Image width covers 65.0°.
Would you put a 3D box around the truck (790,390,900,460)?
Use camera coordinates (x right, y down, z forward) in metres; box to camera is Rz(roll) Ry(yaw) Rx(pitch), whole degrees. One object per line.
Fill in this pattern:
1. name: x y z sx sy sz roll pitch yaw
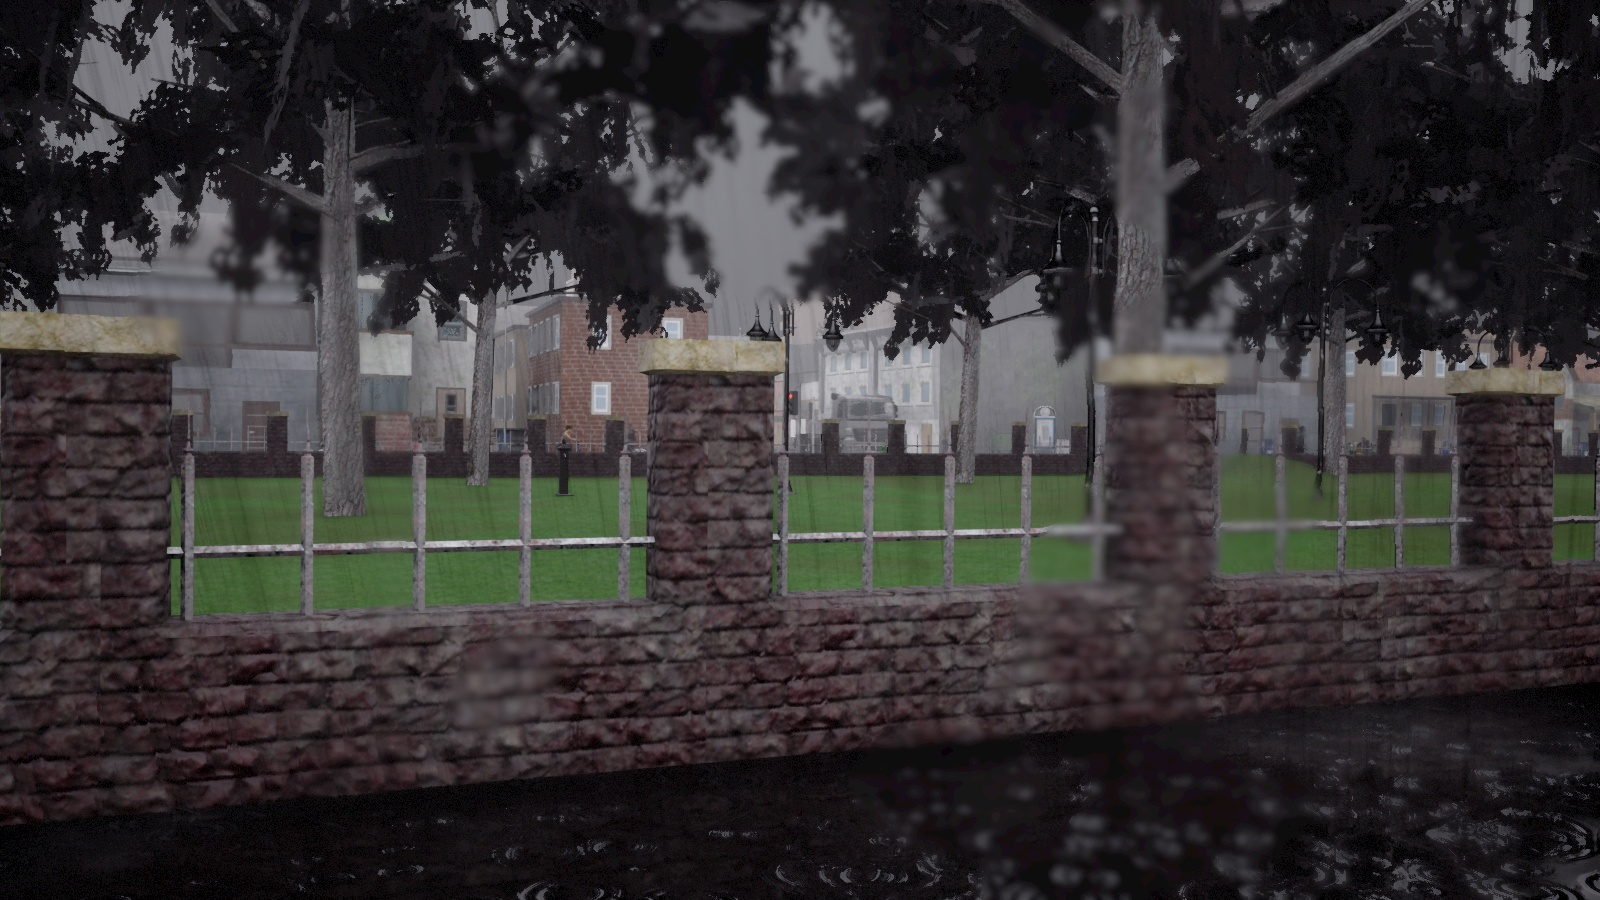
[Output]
1. truck: 2.228 -1.291 66.583 2.891 3.462 7.936 -1 1 -21

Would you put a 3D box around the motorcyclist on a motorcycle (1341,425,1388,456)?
1. motorcyclist on a motorcycle: 28.501 -0.507 63.443 2.191 1.530 0.866 -1 1 -21

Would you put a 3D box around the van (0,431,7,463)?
1. van: -50.693 -0.168 77.829 1.775 1.987 4.442 -1 1 -21

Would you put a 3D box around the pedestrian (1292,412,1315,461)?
1. pedestrian: 20.159 -0.529 50.304 0.788 1.949 0.423 -1 1 -21
